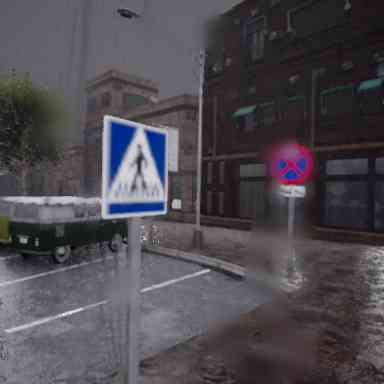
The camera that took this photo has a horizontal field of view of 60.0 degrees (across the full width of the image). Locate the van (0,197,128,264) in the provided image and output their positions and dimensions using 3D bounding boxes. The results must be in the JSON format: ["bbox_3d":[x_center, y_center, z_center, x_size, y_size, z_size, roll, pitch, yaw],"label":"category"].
[{"bbox_3d":[-4.002,1.219,11.769,1.878,1.987,4.442,1,-1,27],"label":"van"}]
